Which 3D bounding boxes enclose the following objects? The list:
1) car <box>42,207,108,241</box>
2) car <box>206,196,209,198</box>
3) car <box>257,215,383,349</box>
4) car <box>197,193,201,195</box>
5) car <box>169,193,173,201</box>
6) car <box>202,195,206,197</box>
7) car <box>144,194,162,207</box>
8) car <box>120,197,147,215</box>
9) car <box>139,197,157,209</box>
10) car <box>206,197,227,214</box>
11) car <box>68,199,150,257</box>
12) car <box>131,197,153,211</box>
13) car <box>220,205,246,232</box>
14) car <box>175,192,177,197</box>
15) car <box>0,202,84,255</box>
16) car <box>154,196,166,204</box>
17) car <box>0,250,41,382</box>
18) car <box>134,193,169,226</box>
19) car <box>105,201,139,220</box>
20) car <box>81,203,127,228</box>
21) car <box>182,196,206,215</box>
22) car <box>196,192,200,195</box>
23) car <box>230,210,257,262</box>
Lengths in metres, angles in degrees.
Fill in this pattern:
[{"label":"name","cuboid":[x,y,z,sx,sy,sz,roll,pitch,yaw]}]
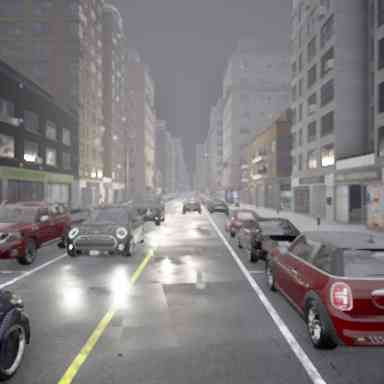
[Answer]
[{"label":"car","cuboid":[-5.858,1.537,17.290,1.947,1.339,4.313,0,0,0]},{"label":"car","cuboid":[2.668,1.502,39.398,1.947,1.339,4.313,0,0,0]},{"label":"car","cuboid":[2.668,1.430,6.247,1.967,1.590,4.097,0,0,0]},{"label":"car","cuboid":[2.667,1.432,72.548,2.008,1.369,4.403,0,0,0]},{"label":"car","cuboid":[-5.859,1.431,72.525,2.008,1.369,4.403,0,0,0]},{"label":"car","cuboid":[2.667,1.472,44.923,1.887,1.381,4.507,0,0,0]},{"label":"car","cuboid":[-5.859,1.233,50.431,2.192,1.841,5.009,0,0,0]},{"label":"car","cuboid":[-5.858,1.384,33.860,1.967,1.590,4.097,0,0,0]},{"label":"car","cuboid":[-5.858,1.452,44.737,1.752,1.417,4.829,0,0,0]},{"label":"car","cuboid":[2.667,1.511,33.873,1.947,1.339,4.313,0,0,0]},{"label":"car","cuboid":[-3.089,1.331,12.785,2.097,1.767,4.553,0,0,0]},{"label":"car","cuboid":[-5.858,1.376,39.383,1.967,1.590,4.097,0,0,0]},{"label":"car","cuboid":[2.668,1.554,17.297,1.802,1.307,4.206,0,0,0]},{"label":"car","cuboid":[-5.859,1.165,89.096,2.192,1.841,5.009,0,0,0]},{"label":"car","cuboid":[-5.859,1.295,11.765,2.192,1.841,5.009,0,0,0]},{"label":"car","cuboid":[-5.858,1.465,61.478,1.947,1.339,4.313,0,0,0]},{"label":"car","cuboid":[-3.092,1.560,2.640,1.994,1.385,4.181,0,0,0]},{"label":"car","cuboid":[-3.080,1.183,23.166,2.150,2.045,5.566,0,0,1]},{"label":"car","cuboid":[-5.858,1.504,28.337,2.008,1.369,4.403,0,0,0]},{"label":"car","cuboid":[-5.858,1.513,22.813,2.008,1.369,4.403,0,0,0]},{"label":"car","cuboid":[0.010,1.435,33.642,2.128,1.511,4.902,0,0,0]},{"label":"car","cuboid":[2.668,1.301,83.598,1.967,1.590,4.097,0,0,0]},{"label":"car","cuboid":[2.668,1.547,11.772,1.947,1.339,4.313,0,0,0]}]
